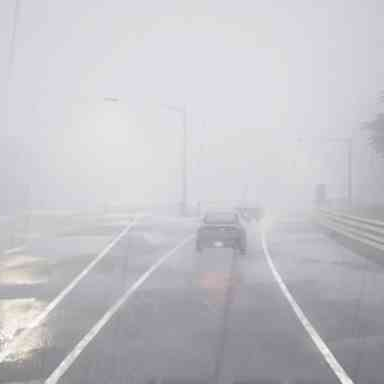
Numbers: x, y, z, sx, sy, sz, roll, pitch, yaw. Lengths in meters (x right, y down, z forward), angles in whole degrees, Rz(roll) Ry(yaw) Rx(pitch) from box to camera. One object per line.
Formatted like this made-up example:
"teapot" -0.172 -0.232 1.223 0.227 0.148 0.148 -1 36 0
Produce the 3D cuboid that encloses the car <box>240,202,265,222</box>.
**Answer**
"car" 4.776 1.531 26.975 1.882 1.535 5.008 0 0 19

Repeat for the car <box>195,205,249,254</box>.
"car" 1.312 1.519 13.699 1.837 1.490 4.892 0 0 10

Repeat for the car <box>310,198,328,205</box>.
"car" 21.243 1.630 55.546 1.812 1.442 4.674 0 0 38
